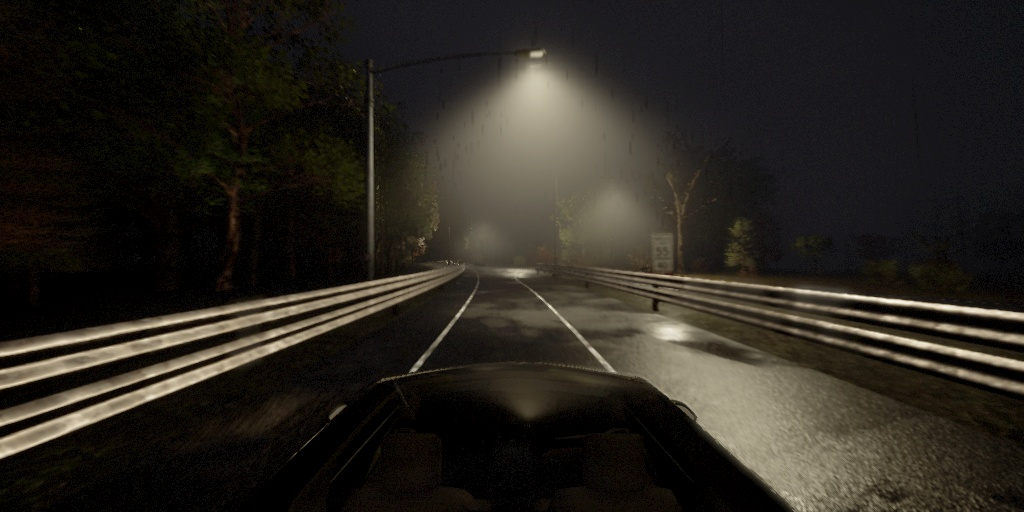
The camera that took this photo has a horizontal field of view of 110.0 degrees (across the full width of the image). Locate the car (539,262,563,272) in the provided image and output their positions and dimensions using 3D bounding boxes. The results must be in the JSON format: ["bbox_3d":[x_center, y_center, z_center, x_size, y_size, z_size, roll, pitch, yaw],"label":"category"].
[{"bbox_3d":[5.403,1.626,50.515,2.128,1.511,4.902,1,0,-20],"label":"car"}]

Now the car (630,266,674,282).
[{"bbox_3d":[12.136,1.615,31.702,1.812,1.442,4.674,0,0,-20],"label":"car"}]
